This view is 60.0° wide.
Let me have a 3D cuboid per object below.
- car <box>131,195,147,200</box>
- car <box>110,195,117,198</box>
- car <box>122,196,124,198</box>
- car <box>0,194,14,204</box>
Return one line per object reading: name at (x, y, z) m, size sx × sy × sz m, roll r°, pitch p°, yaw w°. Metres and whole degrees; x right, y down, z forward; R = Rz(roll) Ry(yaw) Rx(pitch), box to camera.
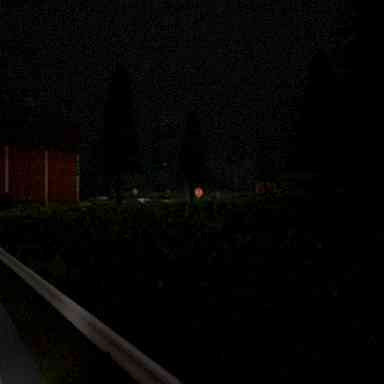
car at (-6.978, 1.574, 51.091) m, size 1.994 × 1.385 × 4.181 m, roll 0°, pitch 0°, yaw 31°
car at (-20.064, 1.500, 89.143) m, size 1.816 × 1.474 × 4.193 m, roll 0°, pitch 0°, yaw 31°
car at (-9.322, 1.534, 54.109) m, size 1.812 × 1.442 × 4.674 m, roll 0°, pitch 0°, yaw 31°
car at (-21.379, 1.229, 34.341) m, size 2.150 × 2.045 × 5.566 m, roll 0°, pitch 0°, yaw 31°
